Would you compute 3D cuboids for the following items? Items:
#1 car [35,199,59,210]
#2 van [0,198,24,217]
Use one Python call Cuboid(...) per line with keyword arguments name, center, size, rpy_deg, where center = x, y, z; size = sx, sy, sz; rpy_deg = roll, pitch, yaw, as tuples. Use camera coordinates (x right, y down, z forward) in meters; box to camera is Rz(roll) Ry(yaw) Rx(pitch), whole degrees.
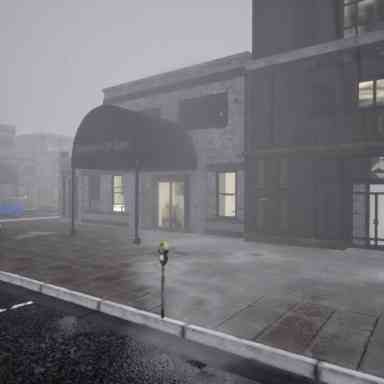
Cuboid(name="car", center=(-17.976, 1.572, 43.594), size=(1.752, 1.417, 4.829), rpy_deg=(0, 0, 35))
Cuboid(name="van", center=(-17.346, 1.416, 29.866), size=(1.690, 1.788, 3.998), rpy_deg=(0, 0, 35))
